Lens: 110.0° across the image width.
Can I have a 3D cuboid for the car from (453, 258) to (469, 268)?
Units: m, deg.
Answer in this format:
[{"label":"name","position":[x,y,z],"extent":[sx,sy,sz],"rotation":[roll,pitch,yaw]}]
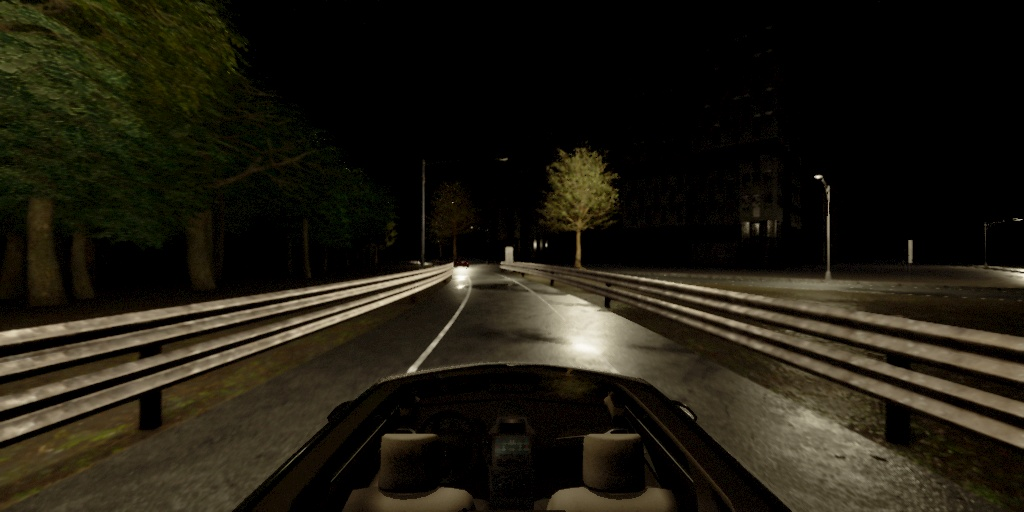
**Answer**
[{"label":"car","position":[-8.416,1.044,58.169],"extent":[2.097,1.767,4.553],"rotation":[0,0,-20]}]
